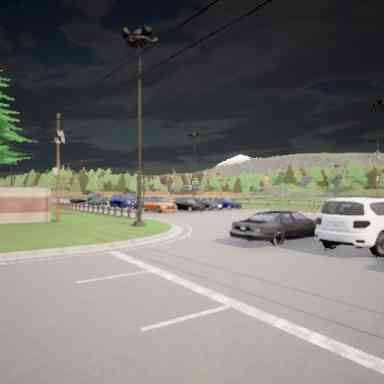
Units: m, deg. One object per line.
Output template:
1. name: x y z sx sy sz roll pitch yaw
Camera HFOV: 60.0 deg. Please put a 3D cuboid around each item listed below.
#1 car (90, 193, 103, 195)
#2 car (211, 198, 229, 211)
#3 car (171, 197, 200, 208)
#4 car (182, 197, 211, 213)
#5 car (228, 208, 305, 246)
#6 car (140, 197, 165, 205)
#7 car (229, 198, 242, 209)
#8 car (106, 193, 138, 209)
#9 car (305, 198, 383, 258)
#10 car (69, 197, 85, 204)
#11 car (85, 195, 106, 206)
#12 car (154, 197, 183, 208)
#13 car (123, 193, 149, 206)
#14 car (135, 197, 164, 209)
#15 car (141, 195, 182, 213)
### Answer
1. car: -17.738 1.250 62.614 2.150 2.045 5.566 0 0 -36
2. car: 1.891 1.525 41.295 2.128 1.511 4.902 0 0 -36
3. car: -1.073 1.529 51.442 2.128 1.511 4.902 0 0 -36
4. car: -0.418 1.506 38.510 1.882 1.535 5.008 0 0 -36
5. car: 4.163 1.563 15.315 5.357 1.411 2.033 0 0 -36
6. car: -7.200 1.585 59.990 2.033 1.411 5.357 0 0 -36
7. car: 4.460 1.515 43.723 1.882 1.535 5.008 0 0 -36
8. car: -9.124 1.246 44.579 2.150 2.045 5.566 0 0 -36
9. car: 7.202 1.240 13.182 5.566 2.045 2.150 0 0 -35
10. car: -20.884 1.625 60.991 1.895 1.301 4.718 0 0 -36
11. car: -14.939 1.588 52.695 1.994 1.385 4.181 0 0 -35
12. car: -3.535 1.511 48.832 1.882 1.535 5.008 0 0 -36
13. car: -9.773 1.255 57.577 2.150 2.045 5.566 0 0 -36
14. car: -5.918 1.534 46.130 1.837 1.490 4.892 0 0 -36
15. car: -3.508 1.376 36.810 2.097 1.767 4.553 0 0 -36
